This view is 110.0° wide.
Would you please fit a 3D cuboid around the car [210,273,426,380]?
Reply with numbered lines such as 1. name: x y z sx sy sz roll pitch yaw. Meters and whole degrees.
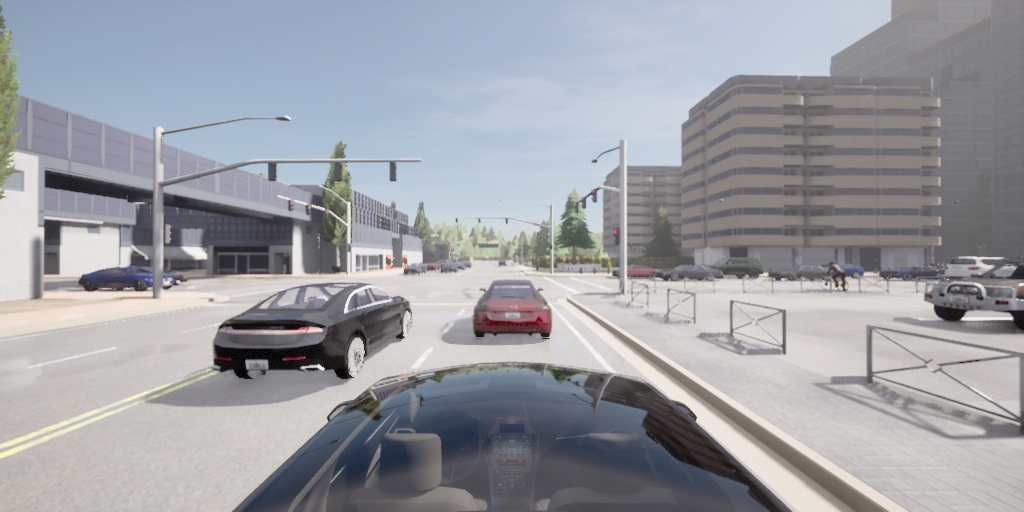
1. car: -3.478 1.274 7.306 2.128 1.511 4.902 0 0 0

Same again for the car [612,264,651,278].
1. car: 11.732 1.497 34.225 4.181 1.385 1.994 0 0 -2

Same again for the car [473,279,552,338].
1. car: -0.002 1.363 10.384 1.994 1.385 4.181 0 0 -1

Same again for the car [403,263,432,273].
1. car: -11.784 1.538 44.121 2.033 1.411 5.357 0 0 -1

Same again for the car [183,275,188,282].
1. car: -26.186 1.432 25.223 5.357 1.411 2.033 0 0 -1

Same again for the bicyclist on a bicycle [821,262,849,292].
1. bicyclist on a bicycle: 17.919 1.155 19.925 0.582 1.620 1.656 0 0 -2

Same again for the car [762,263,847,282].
1. car: 25.293 1.463 31.134 5.357 1.411 2.033 0 0 -2

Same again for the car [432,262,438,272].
1. car: -12.024 1.646 53.705 1.895 1.301 4.718 0 0 -1

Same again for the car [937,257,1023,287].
1. car: 37.109 1.116 27.796 5.566 2.045 2.150 0 0 -2

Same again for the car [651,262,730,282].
1. car: 15.223 1.462 30.830 5.357 1.411 2.033 0 0 -2

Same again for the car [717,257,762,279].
1. car: 21.075 1.156 34.512 5.566 2.045 2.150 0 0 -2

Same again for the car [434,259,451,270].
1. car: -12.258 1.453 63.461 2.097 1.767 4.553 0 0 -1

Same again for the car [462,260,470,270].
1. car: -8.652 1.622 58.875 2.033 1.411 5.357 0 0 -1

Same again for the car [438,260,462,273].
1. car: -8.384 1.580 48.578 1.994 1.385 4.181 0 0 -2

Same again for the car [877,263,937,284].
1. car: 35.156 1.518 31.419 4.718 1.301 1.895 0 0 -2

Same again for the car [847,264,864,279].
1. car: 31.100 1.414 34.806 5.008 1.535 1.882 0 0 -2

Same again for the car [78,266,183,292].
1. car: -23.339 1.391 21.791 4.674 1.442 1.812 0 0 -1
